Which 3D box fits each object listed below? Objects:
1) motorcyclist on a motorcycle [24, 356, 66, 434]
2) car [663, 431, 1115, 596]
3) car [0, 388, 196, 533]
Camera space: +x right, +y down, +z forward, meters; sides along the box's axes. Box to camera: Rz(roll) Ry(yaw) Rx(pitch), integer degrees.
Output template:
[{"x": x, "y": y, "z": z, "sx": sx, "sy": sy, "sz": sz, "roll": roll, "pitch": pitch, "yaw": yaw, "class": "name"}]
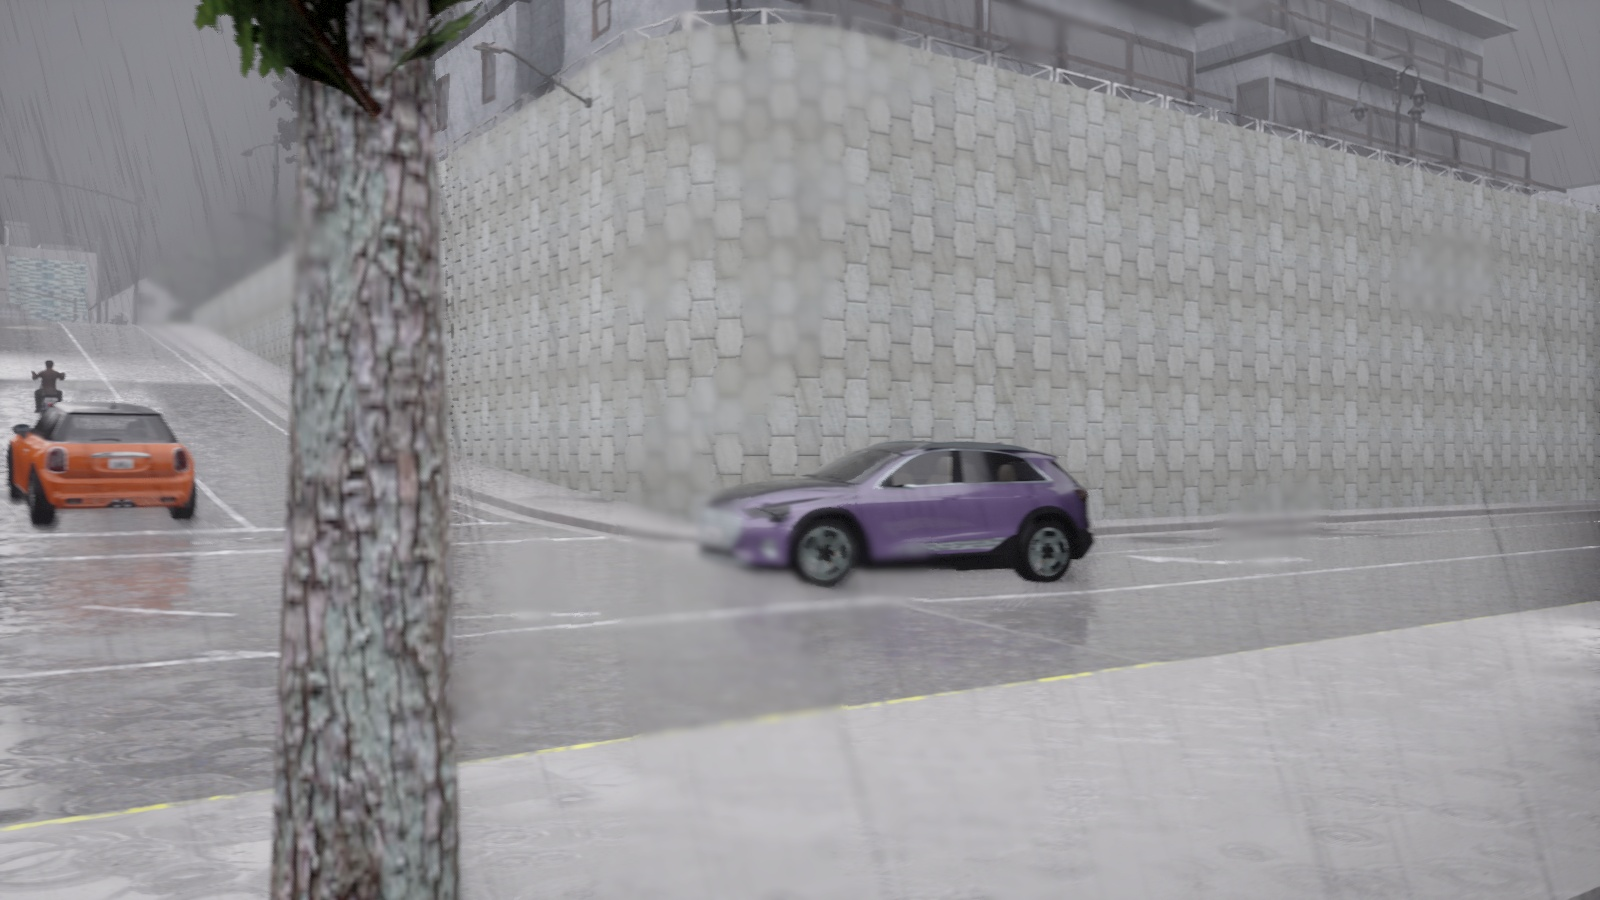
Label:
[{"x": -18.525, "y": -1.369, "z": 30.786, "sx": 0.766, "sy": 1.649, "sz": 2.350, "roll": 0, "pitch": 8, "yaw": -34, "class": "motorcyclist on a motorcycle"}, {"x": 1.073, "y": 0.679, "z": 14.574, "sx": 4.856, "sy": 1.649, "sz": 2.033, "roll": 2, "pitch": 0, "yaw": -28, "class": "car"}, {"x": -11.062, "y": 0.063, "z": 19.579, "sx": 2.097, "sy": 1.767, "sz": 4.553, "roll": 0, "pitch": 5, "yaw": -37, "class": "car"}]
